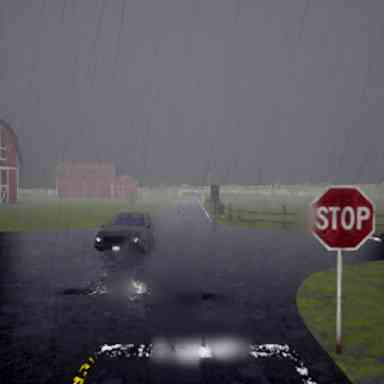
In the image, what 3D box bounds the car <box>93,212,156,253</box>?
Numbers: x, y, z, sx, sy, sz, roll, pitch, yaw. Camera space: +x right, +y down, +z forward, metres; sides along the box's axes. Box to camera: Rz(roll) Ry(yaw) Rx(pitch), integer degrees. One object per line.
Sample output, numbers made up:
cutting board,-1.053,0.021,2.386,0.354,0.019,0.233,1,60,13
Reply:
car,-2.659,1.584,14.439,2.033,1.411,5.357,1,1,0
